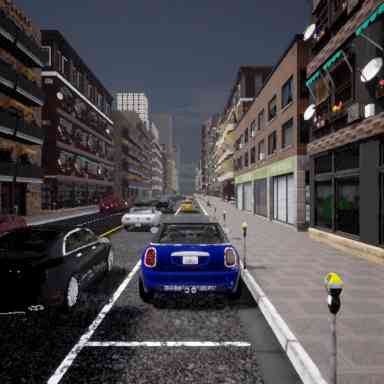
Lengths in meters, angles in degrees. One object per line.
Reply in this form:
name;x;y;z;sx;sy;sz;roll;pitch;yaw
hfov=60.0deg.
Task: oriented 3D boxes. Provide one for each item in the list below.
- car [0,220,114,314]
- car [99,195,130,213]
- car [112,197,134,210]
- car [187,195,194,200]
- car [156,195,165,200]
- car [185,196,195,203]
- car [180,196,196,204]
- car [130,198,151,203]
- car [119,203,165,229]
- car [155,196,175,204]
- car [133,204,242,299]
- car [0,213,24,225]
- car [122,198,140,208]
car;-3.144;1.505;7.634;1.837;1.490;4.892;0;0;0
car;-8.833;1.314;37.157;2.192;1.841;5.009;0;0;0
car;-8.834;1.439;42.793;1.967;1.590;4.097;0;0;0
car;-0.452;1.513;93.685;1.752;1.417;4.829;0;0;0
car;-8.834;1.539;93.519;2.008;1.369;4.403;0;0;0
car;-0.453;1.545;70.970;2.008;1.369;4.403;0;0;0
car;-0.454;1.525;37.323;1.752;1.417;4.829;0;0;0
car;-6.208;1.600;41.665;1.895;1.301;4.718;0;0;0
car;-3.084;1.601;21.452;1.895;1.301;4.718;0;0;0
car;-3.078;1.492;37.893;2.128;1.511;4.902;0;0;0
car;-0.032;1.353;8.619;2.097;1.767;4.553;0;0;0
car;-8.835;1.583;14.612;1.802;1.307;4.206;0;0;0
car;-8.834;1.543;48.430;1.887;1.381;4.507;0;0;0
